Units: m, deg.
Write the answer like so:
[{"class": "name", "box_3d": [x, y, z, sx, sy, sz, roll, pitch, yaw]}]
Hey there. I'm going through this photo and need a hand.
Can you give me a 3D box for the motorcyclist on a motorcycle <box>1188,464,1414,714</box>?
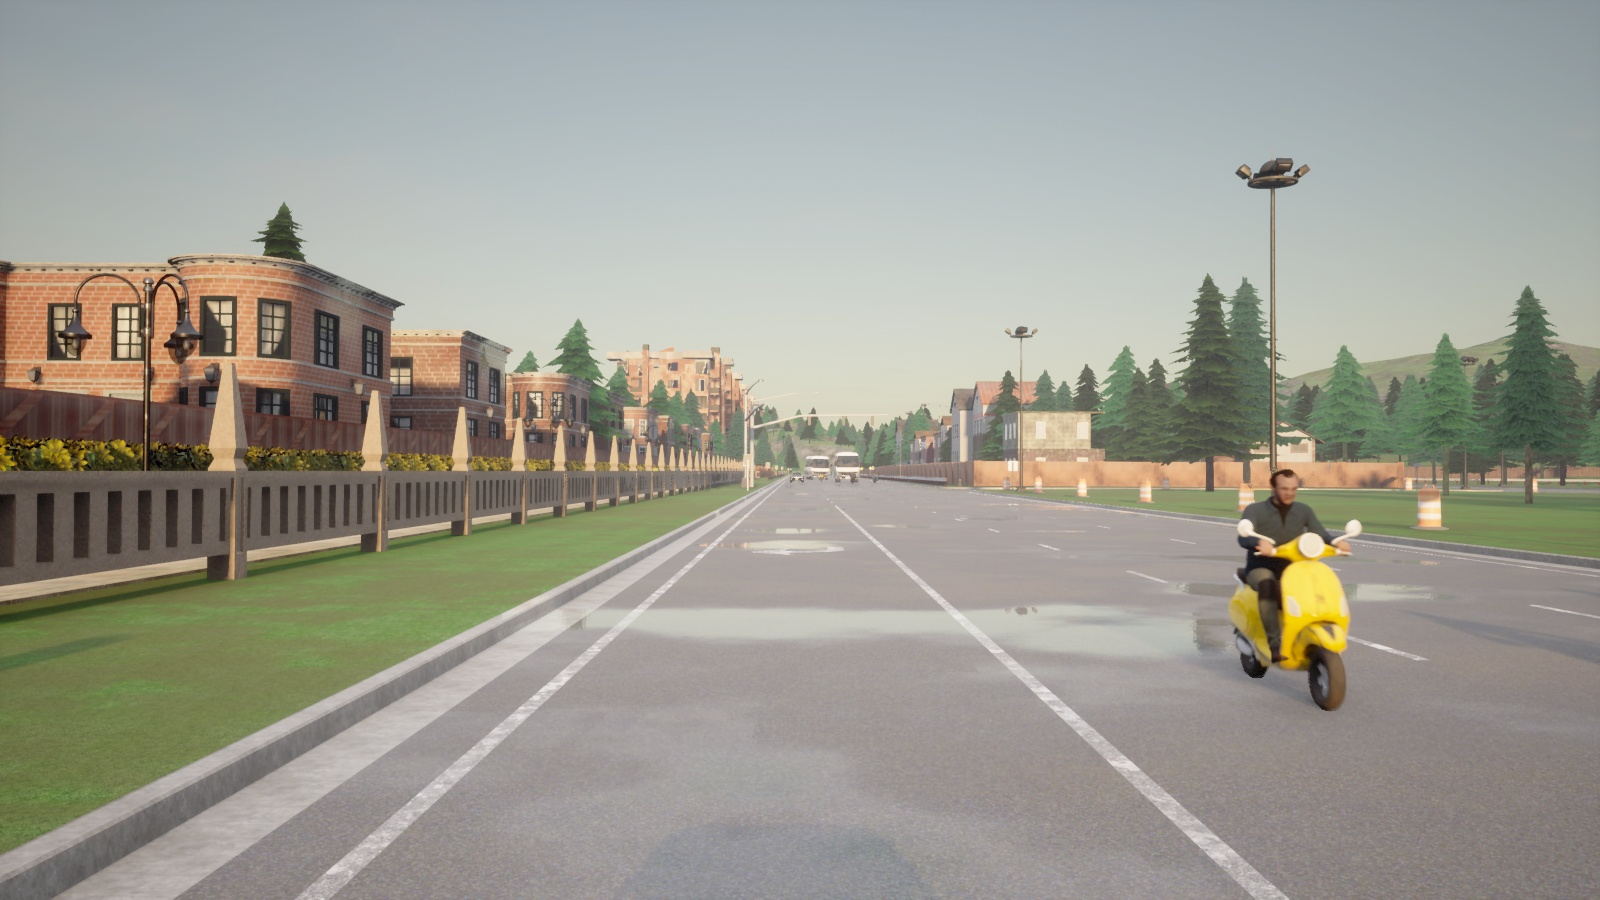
[{"class": "motorcyclist on a motorcycle", "box_3d": [3.479, 0.904, 8.934, 0.866, 1.590, 1.817, 0, -1, 0]}]
